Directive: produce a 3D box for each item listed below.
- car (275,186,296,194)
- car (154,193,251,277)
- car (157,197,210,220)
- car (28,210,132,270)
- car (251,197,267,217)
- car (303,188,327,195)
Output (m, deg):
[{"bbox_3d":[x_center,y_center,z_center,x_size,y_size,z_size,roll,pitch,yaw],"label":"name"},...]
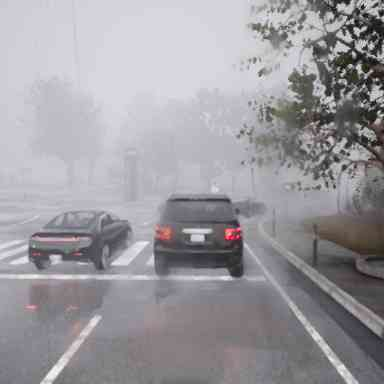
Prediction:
[{"bbox_3d":[17.456,-0.366,63.399,2.033,1.411,5.357,-1,3,-22],"label":"car"},{"bbox_3d":[0.279,1.042,9.864,2.150,2.045,5.566,0,1,3],"label":"car"},{"bbox_3d":[-0.487,1.096,24.151,1.895,1.301,4.718,2,1,25],"label":"car"},{"bbox_3d":[-3.158,1.306,10.324,2.128,1.511,4.902,0,1,2],"label":"car"},{"bbox_3d":[4.071,1.060,25.006,1.882,1.535,5.008,2,1,32],"label":"car"},{"bbox_3d":[21.962,-0.143,59.644,1.895,1.301,4.718,-1,3,-13],"label":"car"}]
